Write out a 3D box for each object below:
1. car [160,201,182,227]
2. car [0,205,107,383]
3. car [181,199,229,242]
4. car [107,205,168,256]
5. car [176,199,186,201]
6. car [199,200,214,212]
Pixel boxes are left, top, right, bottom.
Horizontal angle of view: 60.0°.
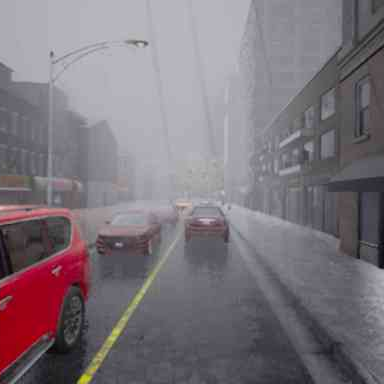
[{"bbox_3d":[-1.888,1.598,23.587,1.812,1.442,4.674,1,0,3],"label":"car"},{"bbox_3d":[-2.775,1.199,3.219,2.150,2.045,5.566,1,0,2],"label":"car"},{"bbox_3d":[0.770,1.432,17.234,2.097,1.767,4.553,1,0,3],"label":"car"},{"bbox_3d":[-2.328,1.502,13.561,1.882,1.535,5.008,1,0,2],"label":"car"},{"bbox_3d":[-1.148,1.546,38.673,1.882,1.535,5.008,1,0,2],"label":"car"},{"bbox_3d":[1.847,1.733,42.262,1.812,1.442,4.674,1,0,3],"label":"car"}]
